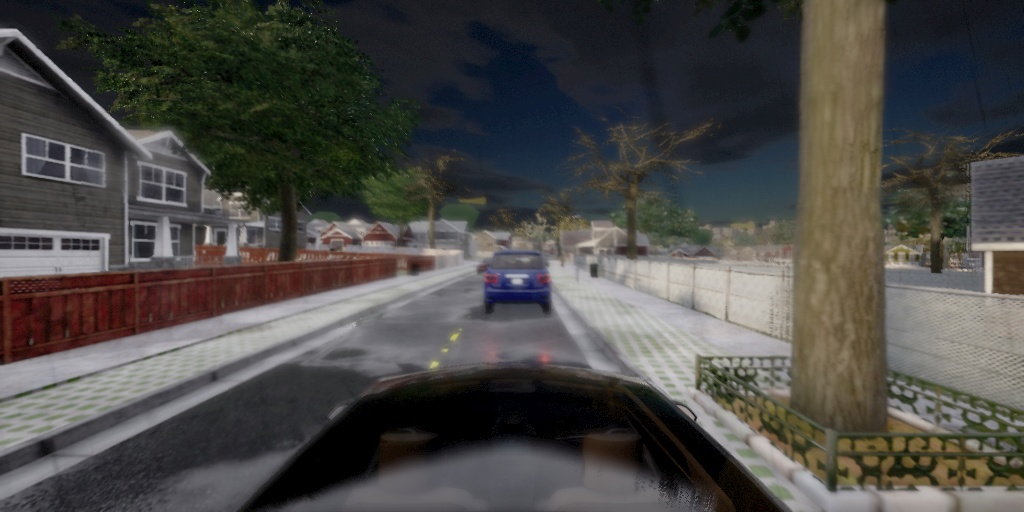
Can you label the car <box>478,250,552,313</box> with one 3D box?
[{"bbox_3d":[0.238,0.796,13.155,2.150,2.045,5.566,0,1,1],"label":"car"}]
